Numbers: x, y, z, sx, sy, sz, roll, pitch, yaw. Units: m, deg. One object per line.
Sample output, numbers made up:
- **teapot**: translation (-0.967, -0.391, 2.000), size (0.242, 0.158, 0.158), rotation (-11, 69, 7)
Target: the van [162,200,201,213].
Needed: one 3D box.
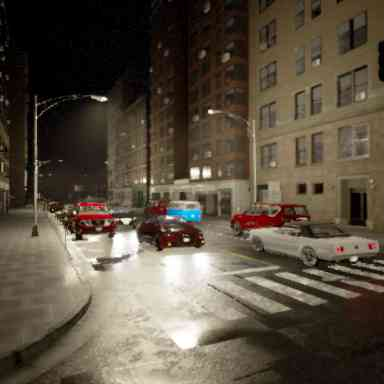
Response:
- **van**: translation (-0.711, 1.653, 27.219), size (1.690, 1.788, 3.998), rotation (0, -1, -25)

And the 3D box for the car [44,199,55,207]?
- **car**: translation (-31.521, 2.454, 73.528), size (1.967, 1.590, 4.097), rotation (0, -1, -25)

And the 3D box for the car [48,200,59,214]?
- **car**: translation (-17.433, 2.134, 43.663), size (1.887, 1.381, 4.507), rotation (0, -1, -25)

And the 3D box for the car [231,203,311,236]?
- **car**: translation (3.997, 1.486, 17.270), size (2.192, 1.841, 5.009), rotation (0, -1, -25)

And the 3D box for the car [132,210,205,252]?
- **car**: translation (-1.057, 1.732, 14.971), size (1.994, 1.385, 4.181), rotation (0, -1, -25)

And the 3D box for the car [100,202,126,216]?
- **car**: translation (-9.511, 1.995, 39.783), size (2.128, 1.511, 4.902), rotation (0, -1, -25)

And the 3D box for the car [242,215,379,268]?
- **car**: translation (3.940, 1.707, 11.852), size (1.895, 1.301, 4.718), rotation (0, -1, -22)

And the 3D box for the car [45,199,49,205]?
- **car**: translation (-22.129, 2.282, 53.617), size (2.008, 1.369, 4.403), rotation (0, -1, -25)

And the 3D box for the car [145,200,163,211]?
- **car**: translation (-3.065, 1.698, 32.194), size (2.192, 1.841, 5.009), rotation (0, -1, -25)

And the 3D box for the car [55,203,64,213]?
- **car**: translation (-10.389, 1.929, 28.731), size (2.008, 1.369, 4.403), rotation (0, -1, -25)

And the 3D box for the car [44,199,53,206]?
- **car**: translation (-33.869, 2.524, 78.505), size (1.967, 1.590, 4.097), rotation (0, -1, -25)

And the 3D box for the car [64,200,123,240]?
- **car**: translation (-5.694, 1.552, 18.779), size (2.192, 1.841, 5.009), rotation (0, -1, -25)

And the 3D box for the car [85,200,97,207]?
- **car**: translation (-21.969, 2.475, 72.141), size (1.752, 1.417, 4.829), rotation (0, -1, -25)

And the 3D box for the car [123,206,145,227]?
- **car**: translation (-5.332, 1.789, 24.026), size (2.128, 1.511, 4.902), rotation (0, -1, -25)

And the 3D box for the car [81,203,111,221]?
- **car**: translation (-9.679, 1.919, 33.257), size (2.128, 1.511, 4.902), rotation (0, -1, -25)

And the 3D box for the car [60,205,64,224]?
- **car**: translation (-8.041, 1.873, 23.753), size (1.947, 1.339, 4.313), rotation (0, -1, -25)

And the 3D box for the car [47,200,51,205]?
- **car**: translation (-19.781, 2.205, 48.640), size (1.887, 1.381, 4.507), rotation (0, -1, -25)

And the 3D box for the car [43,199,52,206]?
- **car**: translation (-36.217, 2.595, 83.482), size (1.967, 1.590, 4.097), rotation (0, -1, -25)
